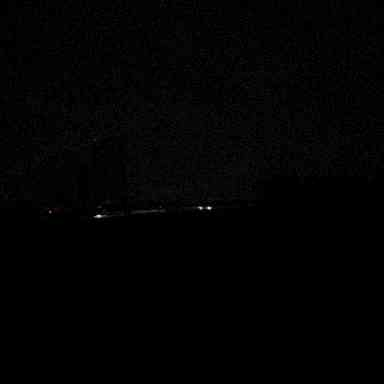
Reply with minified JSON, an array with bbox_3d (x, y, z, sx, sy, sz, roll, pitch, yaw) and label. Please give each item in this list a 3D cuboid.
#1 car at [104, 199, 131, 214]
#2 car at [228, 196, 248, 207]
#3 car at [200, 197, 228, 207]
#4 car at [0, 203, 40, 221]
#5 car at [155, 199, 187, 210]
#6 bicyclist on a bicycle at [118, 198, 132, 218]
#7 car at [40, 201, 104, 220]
[{"bbox_3d":[-8.424,1.501,34.593,1.812,1.442,4.674,-1,-1,35],"label":"car"},{"bbox_3d":[6.819,1.414,51.184,1.882,1.535,5.008,-1,-1,36],"label":"car"},{"bbox_3d":[3.155,1.504,50.948,1.812,1.442,4.674,-1,-1,36],"label":"car"},{"bbox_3d":[-14.148,1.544,26.413,2.033,1.411,5.357,-1,-1,34],"label":"car"},{"bbox_3d":[-2.664,1.562,42.750,1.895,1.301,4.718,-1,-1,35],"label":"car"},{"bbox_3d":[-5.680,1.354,28.097,1.656,1.620,0.582,0,0,35],"label":"bicyclist on a bicycle"},{"bbox_3d":[-9.841,1.500,27.478,1.994,1.385,4.181,-1,-1,35],"label":"car"}]
